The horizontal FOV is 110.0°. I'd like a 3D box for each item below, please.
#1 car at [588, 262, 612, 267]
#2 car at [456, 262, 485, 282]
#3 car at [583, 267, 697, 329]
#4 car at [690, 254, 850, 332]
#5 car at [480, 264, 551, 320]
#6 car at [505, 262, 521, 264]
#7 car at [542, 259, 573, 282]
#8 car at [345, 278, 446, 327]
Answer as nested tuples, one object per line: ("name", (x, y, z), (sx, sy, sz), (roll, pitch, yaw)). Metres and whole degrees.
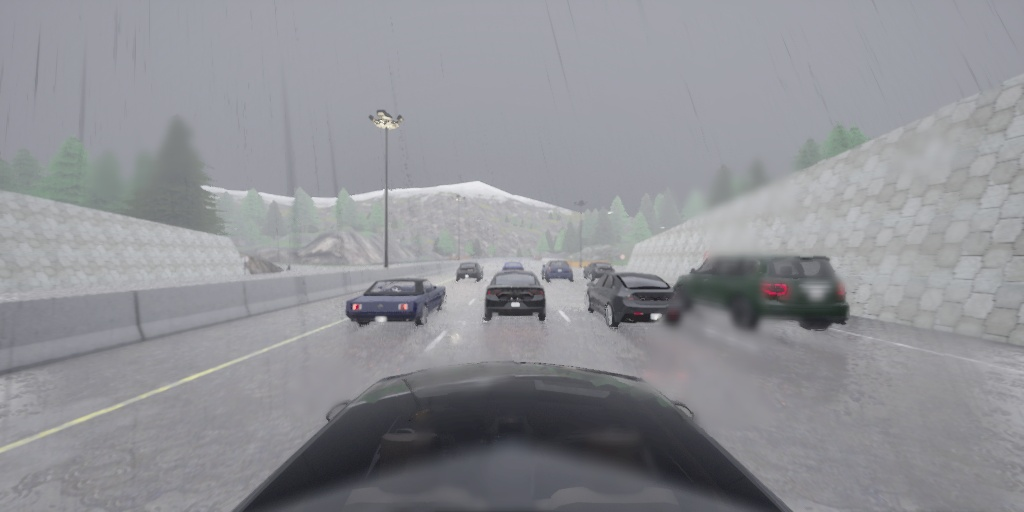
("car", (7.100, 1.267, 29.459), (1.837, 1.490, 4.892), (0, 0, 0))
("car", (-3.400, 1.266, 29.448), (1.837, 1.490, 4.892), (0, 0, 0))
("car", (3.600, 1.259, 11.333), (1.837, 1.490, 4.892), (0, 0, 0))
("car", (7.100, 0.975, 11.039), (2.150, 2.045, 5.566), (0, 0, 0))
("car", (0.100, 1.232, 12.682), (1.882, 1.535, 5.008), (0, 0, 0))
("car", (0.100, 1.240, 31.020), (1.882, 1.535, 5.008), (0, 0, 0))
("car", (3.599, 1.114, 29.130), (2.097, 1.767, 4.553), (0, 0, 0))
("car", (-3.399, 1.355, 11.544), (1.895, 1.301, 4.718), (0, 0, 0))
